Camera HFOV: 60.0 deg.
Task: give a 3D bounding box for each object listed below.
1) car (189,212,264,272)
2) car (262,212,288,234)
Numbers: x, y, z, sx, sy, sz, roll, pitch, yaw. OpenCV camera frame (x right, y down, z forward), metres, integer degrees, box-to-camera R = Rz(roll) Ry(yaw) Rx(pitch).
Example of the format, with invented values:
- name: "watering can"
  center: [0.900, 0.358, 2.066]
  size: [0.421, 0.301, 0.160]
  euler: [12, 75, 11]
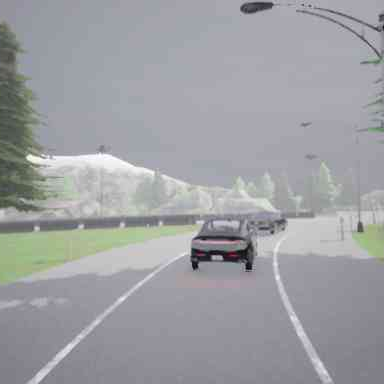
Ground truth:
- name: "car"
  center: [1.228, 1.632, 11.360]
  size: [2.128, 1.511, 4.902]
  euler: [-1, -2, 13]
- name: "car"
  center: [5.080, 2.032, 22.575]
  size: [2.033, 1.411, 5.357]
  euler: [-2, -3, 27]
